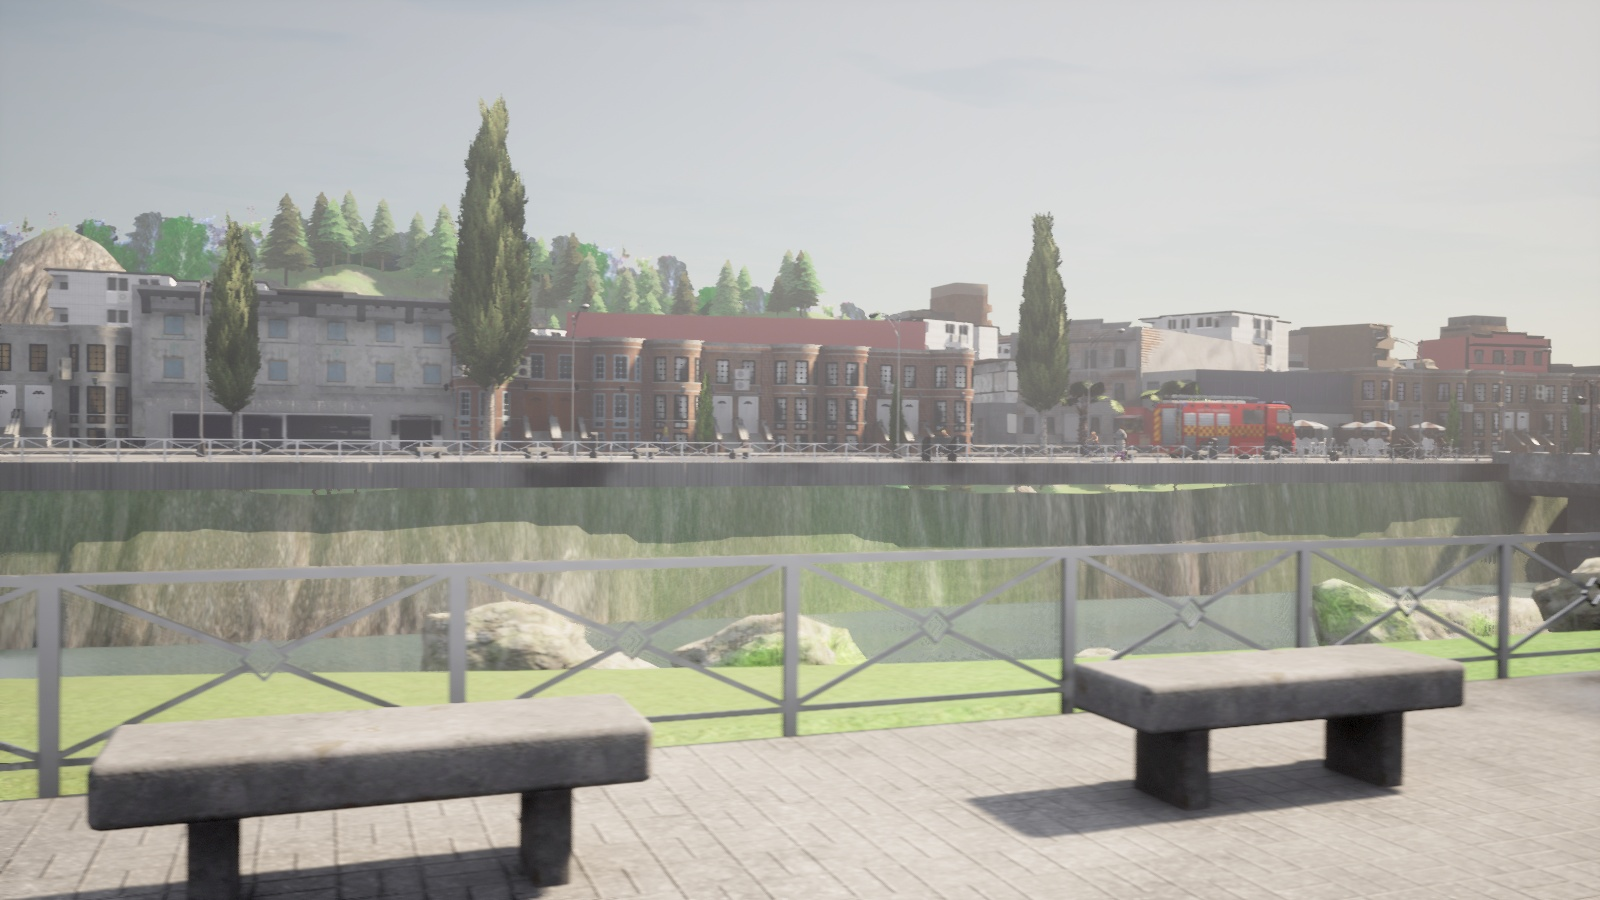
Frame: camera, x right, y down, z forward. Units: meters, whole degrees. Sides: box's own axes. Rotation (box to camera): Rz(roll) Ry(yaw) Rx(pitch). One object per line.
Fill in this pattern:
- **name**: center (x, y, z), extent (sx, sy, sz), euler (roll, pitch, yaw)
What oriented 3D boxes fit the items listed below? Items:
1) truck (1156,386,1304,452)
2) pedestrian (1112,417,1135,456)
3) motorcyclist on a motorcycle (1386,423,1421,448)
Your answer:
- **truck**: center (25.741, -1.869, 75.216), extent (8.468, 3.827, 2.891), euler (-1, 1, -21)
- **pedestrian**: center (16.122, -0.678, 62.652), extent (0.873, 1.952, 0.659), euler (-1, 1, -23)
- **motorcyclist on a motorcycle**: center (38.498, -0.939, 80.077), extent (2.044, 1.523, 0.797), euler (-1, 1, -21)
